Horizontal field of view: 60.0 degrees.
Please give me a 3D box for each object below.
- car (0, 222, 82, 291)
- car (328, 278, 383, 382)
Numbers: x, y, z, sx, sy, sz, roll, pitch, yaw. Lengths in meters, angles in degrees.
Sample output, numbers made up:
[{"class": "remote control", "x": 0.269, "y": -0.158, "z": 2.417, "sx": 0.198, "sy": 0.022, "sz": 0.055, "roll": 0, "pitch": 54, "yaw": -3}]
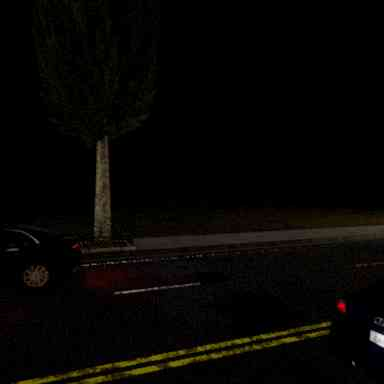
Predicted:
[{"class": "car", "x": -5.163, "y": 1.510, "z": 7.831, "sx": 4.892, "sy": 1.490, "sz": 1.837, "roll": 0, "pitch": 0, "yaw": -22}, {"class": "car", "x": 3.907, "y": 1.570, "z": 4.331, "sx": 4.181, "sy": 1.385, "sz": 1.994, "roll": 0, "pitch": 0, "yaw": -22}]
